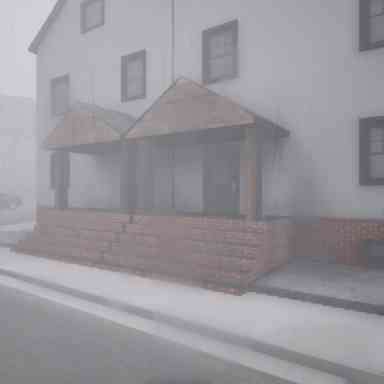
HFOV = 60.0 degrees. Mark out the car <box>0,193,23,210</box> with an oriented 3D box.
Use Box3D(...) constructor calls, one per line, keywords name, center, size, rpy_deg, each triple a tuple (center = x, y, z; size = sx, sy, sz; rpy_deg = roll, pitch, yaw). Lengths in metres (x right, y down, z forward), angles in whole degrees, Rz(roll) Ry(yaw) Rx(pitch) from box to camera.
Box3D(name="car", center=(-16.187, 0.891, 26.550), size=(1.837, 1.490, 4.892), rpy_deg=(0, 7, 35))
